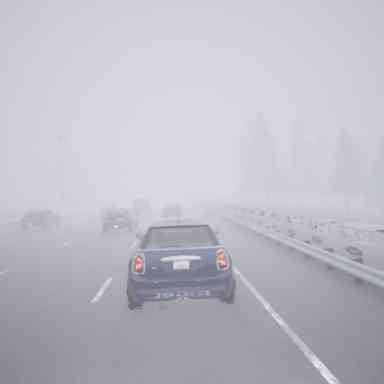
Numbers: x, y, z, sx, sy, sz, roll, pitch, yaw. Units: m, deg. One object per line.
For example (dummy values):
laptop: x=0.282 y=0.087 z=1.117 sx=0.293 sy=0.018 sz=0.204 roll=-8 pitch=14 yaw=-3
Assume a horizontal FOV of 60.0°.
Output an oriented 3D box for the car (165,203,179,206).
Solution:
car: x=-1.833 y=1.831 z=30.878 sx=1.837 sy=1.490 sz=4.892 roll=-2 pitch=-1 yaw=-4

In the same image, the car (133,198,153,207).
car: x=-5.978 y=1.798 z=40.343 sx=2.150 sy=2.045 sz=5.566 roll=-2 pitch=-1 yaw=-4

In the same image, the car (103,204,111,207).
car: x=-9.350 y=2.175 z=38.486 sx=1.837 sy=1.490 sz=4.892 roll=-2 pitch=0 yaw=-4

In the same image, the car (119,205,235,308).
car: x=-0.339 y=1.393 z=8.295 sx=2.097 sy=1.767 sz=4.553 roll=-2 pitch=0 yaw=-4

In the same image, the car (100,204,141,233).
car: x=-4.780 y=1.835 z=22.449 sx=1.837 sy=1.490 sz=4.892 roll=-2 pitch=0 yaw=-4

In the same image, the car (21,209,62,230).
car: x=-12.086 y=2.131 z=26.892 sx=1.837 sy=1.490 sz=4.892 roll=-2 pitch=-1 yaw=-4
